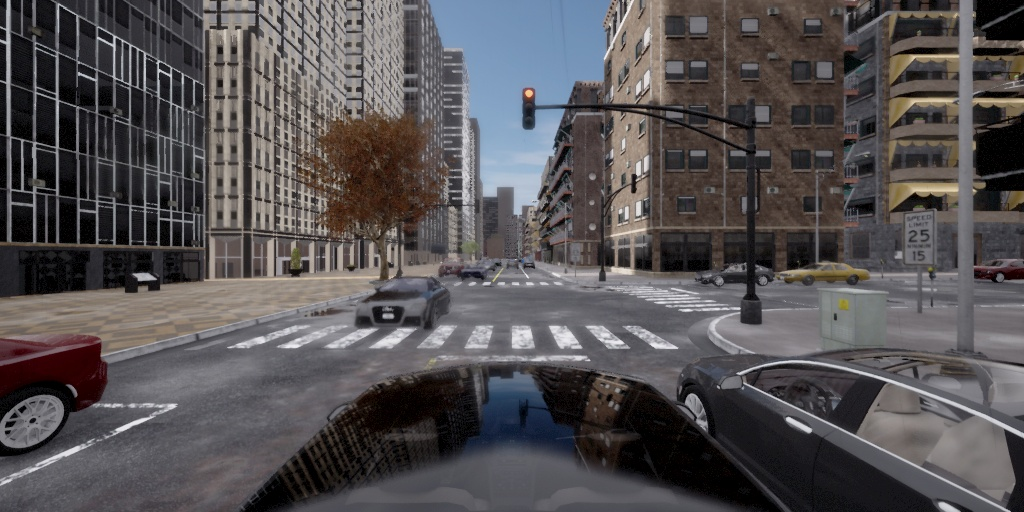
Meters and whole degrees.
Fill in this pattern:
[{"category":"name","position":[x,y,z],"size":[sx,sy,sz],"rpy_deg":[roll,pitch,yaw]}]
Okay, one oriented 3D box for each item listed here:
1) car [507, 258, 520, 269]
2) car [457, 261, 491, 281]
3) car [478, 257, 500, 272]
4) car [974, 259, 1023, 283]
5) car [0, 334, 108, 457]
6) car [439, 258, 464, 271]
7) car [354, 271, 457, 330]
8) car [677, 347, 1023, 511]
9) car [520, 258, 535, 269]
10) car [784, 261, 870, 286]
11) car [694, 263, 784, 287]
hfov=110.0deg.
[{"category":"car","position":[0.108,1.277,59.421],"size":[2.128,1.511,4.902],"rpy_deg":[0,0,0]},{"category":"car","position":[-3.097,1.361,29.881],"size":[1.895,1.301,4.718],"rpy_deg":[0,0,0]},{"category":"car","position":[-3.092,1.265,46.242],"size":[2.128,1.511,4.902],"rpy_deg":[0,0,0]},{"category":"car","position":[30.139,0.859,21.928],"size":[4.507,1.381,1.888],"rpy_deg":[0,0,-1]},{"category":"car","position":[-5.691,1.295,2.347],"size":[1.888,1.381,4.507],"rpy_deg":[0,0,0]},{"category":"car","position":[-5.687,1.079,34.734],"size":[2.192,1.841,5.009],"rpy_deg":[0,0,0]},{"category":"car","position":[-3.098,1.315,10.960],"size":[1.994,1.385,4.181],"rpy_deg":[0,0,0]},{"category":"car","position":[2.689,1.300,2.346],"size":[2.007,1.370,4.403],"rpy_deg":[0,0,0]},{"category":"car","position":[2.697,1.349,56.824],"size":[1.948,1.339,4.313],"rpy_deg":[0,0,0]},{"category":"car","position":[18.835,0.993,21.814],"size":[4.829,1.417,1.751],"rpy_deg":[0,0,-1]},{"category":"car","position":[13.438,1.095,21.760],"size":[4.403,1.370,2.007],"rpy_deg":[0,0,-1]}]
